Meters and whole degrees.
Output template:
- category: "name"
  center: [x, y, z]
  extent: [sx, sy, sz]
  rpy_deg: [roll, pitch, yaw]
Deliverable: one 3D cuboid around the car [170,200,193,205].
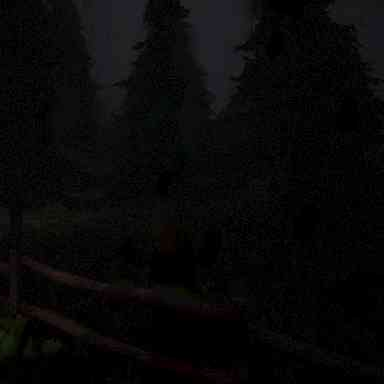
- category: "car"
  center: [-1.933, 1.591, 37.338]
  extent: [4.181, 1.385, 1.994]
  rpy_deg: [0, 0, -12]
